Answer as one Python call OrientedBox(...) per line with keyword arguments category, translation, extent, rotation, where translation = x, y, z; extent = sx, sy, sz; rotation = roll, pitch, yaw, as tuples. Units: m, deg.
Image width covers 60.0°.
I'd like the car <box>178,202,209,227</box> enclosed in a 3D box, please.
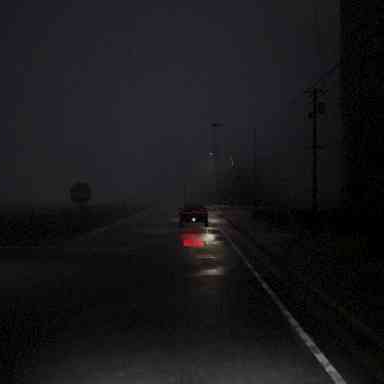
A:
OrientedBox(category="car", translation=(0.111, 1.491, 22.964), extent=(1.837, 1.490, 4.892), rotation=(0, -1, 0))
